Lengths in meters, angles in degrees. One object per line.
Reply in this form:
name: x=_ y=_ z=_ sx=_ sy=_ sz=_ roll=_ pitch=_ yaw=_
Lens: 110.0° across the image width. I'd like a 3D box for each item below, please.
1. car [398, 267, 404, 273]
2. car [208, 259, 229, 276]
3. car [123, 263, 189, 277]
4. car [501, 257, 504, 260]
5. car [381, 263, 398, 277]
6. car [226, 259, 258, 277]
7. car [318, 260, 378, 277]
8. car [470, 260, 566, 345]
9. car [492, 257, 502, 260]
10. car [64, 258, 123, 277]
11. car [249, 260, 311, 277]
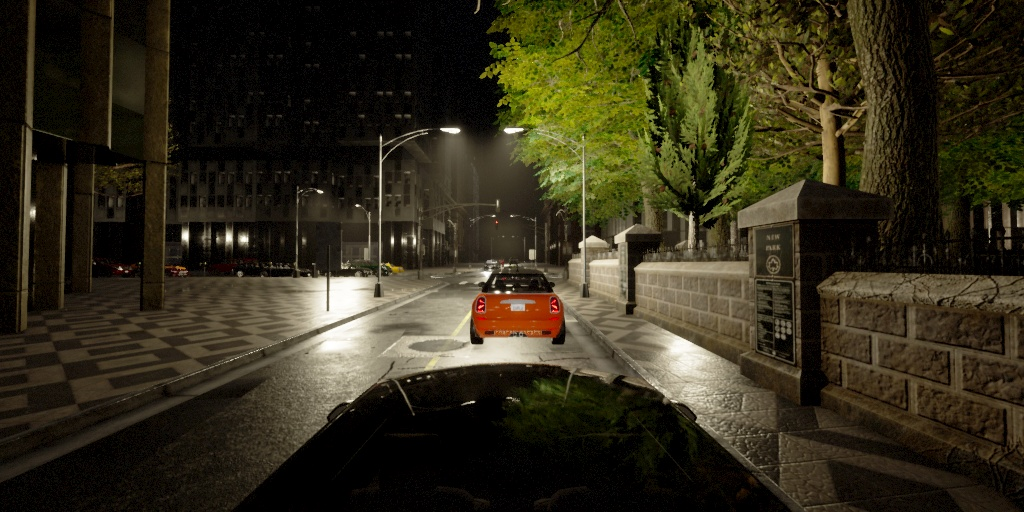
car: x=-14.602 y=1.425 z=39.990 sx=4.829 sy=1.417 sz=1.751 roll=0 pitch=0 yaw=1
car: x=-30.968 y=1.236 z=40.154 sx=5.009 sy=1.841 sz=2.192 roll=0 pitch=0 yaw=1
car: x=-31.046 y=1.320 z=31.631 sx=4.207 sy=1.307 sz=1.802 roll=0 pitch=0 yaw=1
car: x=-2.813 y=1.369 z=61.127 sx=1.837 sy=1.490 sz=4.892 roll=0 pitch=0 yaw=1
car: x=-13.739 y=1.125 z=34.138 sx=4.553 sy=1.767 sz=2.097 roll=0 pitch=-1 yaw=0
car: x=-23.884 y=1.291 z=34.238 sx=4.892 sy=1.490 sz=1.837 roll=0 pitch=-1 yaw=0
car: x=-14.508 y=1.267 z=31.466 sx=4.403 sy=1.370 sz=2.007 roll=0 pitch=0 yaw=1
car: x=0.129 y=1.107 z=9.689 sx=2.097 sy=1.767 sz=4.553 roll=0 pitch=0 yaw=0
car: x=-2.876 y=1.325 z=50.753 sx=2.128 sy=1.511 sz=4.902 roll=0 pitch=0 yaw=0
car: x=-36.559 y=1.061 z=31.686 sx=5.009 sy=1.841 sz=2.192 roll=0 pitch=0 yaw=1
car: x=-20.021 y=1.289 z=31.521 sx=4.313 sy=1.339 sz=1.948 roll=0 pitch=0 yaw=1
